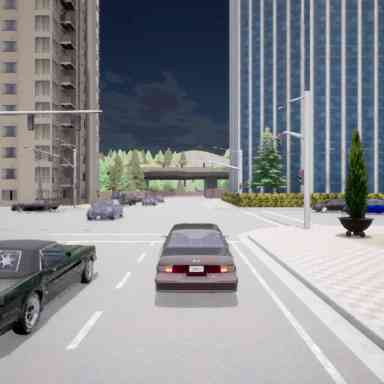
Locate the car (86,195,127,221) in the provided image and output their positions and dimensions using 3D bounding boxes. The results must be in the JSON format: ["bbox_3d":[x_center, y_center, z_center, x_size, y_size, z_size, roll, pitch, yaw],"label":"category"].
[{"bbox_3d":[-7.045,1.352,27.254,2.097,1.767,4.553,0,0,0],"label":"car"}]

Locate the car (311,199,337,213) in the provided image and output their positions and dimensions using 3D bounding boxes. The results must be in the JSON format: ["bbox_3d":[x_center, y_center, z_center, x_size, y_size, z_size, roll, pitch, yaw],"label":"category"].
[{"bbox_3d":[15.665,1.505,36.560,4.892,1.490,1.837,0,0,0],"label":"car"}]

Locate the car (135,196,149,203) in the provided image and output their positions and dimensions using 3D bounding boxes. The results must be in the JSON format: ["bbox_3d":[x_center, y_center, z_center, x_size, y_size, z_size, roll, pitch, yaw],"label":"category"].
[{"bbox_3d":[-10.361,1.545,68.855,2.033,1.411,5.357,0,0,0],"label":"car"}]

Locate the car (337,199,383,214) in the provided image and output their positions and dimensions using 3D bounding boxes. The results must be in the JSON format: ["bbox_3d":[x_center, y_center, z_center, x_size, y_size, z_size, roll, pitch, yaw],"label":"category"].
[{"bbox_3d":[17.616,1.477,33.076,5.008,1.535,1.882,0,0,0],"label":"car"}]

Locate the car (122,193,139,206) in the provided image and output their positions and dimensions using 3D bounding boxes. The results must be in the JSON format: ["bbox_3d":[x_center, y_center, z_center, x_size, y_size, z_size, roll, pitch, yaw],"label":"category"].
[{"bbox_3d":[-10.485,1.220,53.911,2.150,2.045,5.566,0,0,0],"label":"car"}]

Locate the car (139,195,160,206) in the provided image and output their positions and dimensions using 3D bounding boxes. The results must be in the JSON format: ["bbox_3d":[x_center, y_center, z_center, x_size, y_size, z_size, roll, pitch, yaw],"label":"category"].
[{"bbox_3d":[-6.978,1.352,54.879,2.097,1.767,4.553,0,0,0],"label":"car"}]

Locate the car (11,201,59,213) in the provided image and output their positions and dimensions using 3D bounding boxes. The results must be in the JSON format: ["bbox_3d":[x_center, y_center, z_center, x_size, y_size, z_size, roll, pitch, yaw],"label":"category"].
[{"bbox_3d":[-17.041,1.600,36.322,4.718,1.301,1.895,0,0,-19],"label":"car"}]

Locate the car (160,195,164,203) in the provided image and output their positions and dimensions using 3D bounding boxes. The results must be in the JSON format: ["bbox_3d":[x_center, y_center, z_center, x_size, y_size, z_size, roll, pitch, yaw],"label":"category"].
[{"bbox_3d":[-6.872,1.351,68.222,2.097,1.767,4.553,0,0,0],"label":"car"}]

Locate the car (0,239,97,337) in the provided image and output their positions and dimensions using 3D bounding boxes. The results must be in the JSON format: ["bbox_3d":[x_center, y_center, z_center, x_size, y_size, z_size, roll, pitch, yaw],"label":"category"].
[{"bbox_3d":[-3.425,1.601,6.659,1.895,1.301,4.718,0,0,1],"label":"car"}]

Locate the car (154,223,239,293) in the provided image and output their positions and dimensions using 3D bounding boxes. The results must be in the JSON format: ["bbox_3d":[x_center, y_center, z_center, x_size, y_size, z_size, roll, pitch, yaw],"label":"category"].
[{"bbox_3d":[0.093,1.547,8.998,2.033,1.411,5.357,0,0,0],"label":"car"}]
